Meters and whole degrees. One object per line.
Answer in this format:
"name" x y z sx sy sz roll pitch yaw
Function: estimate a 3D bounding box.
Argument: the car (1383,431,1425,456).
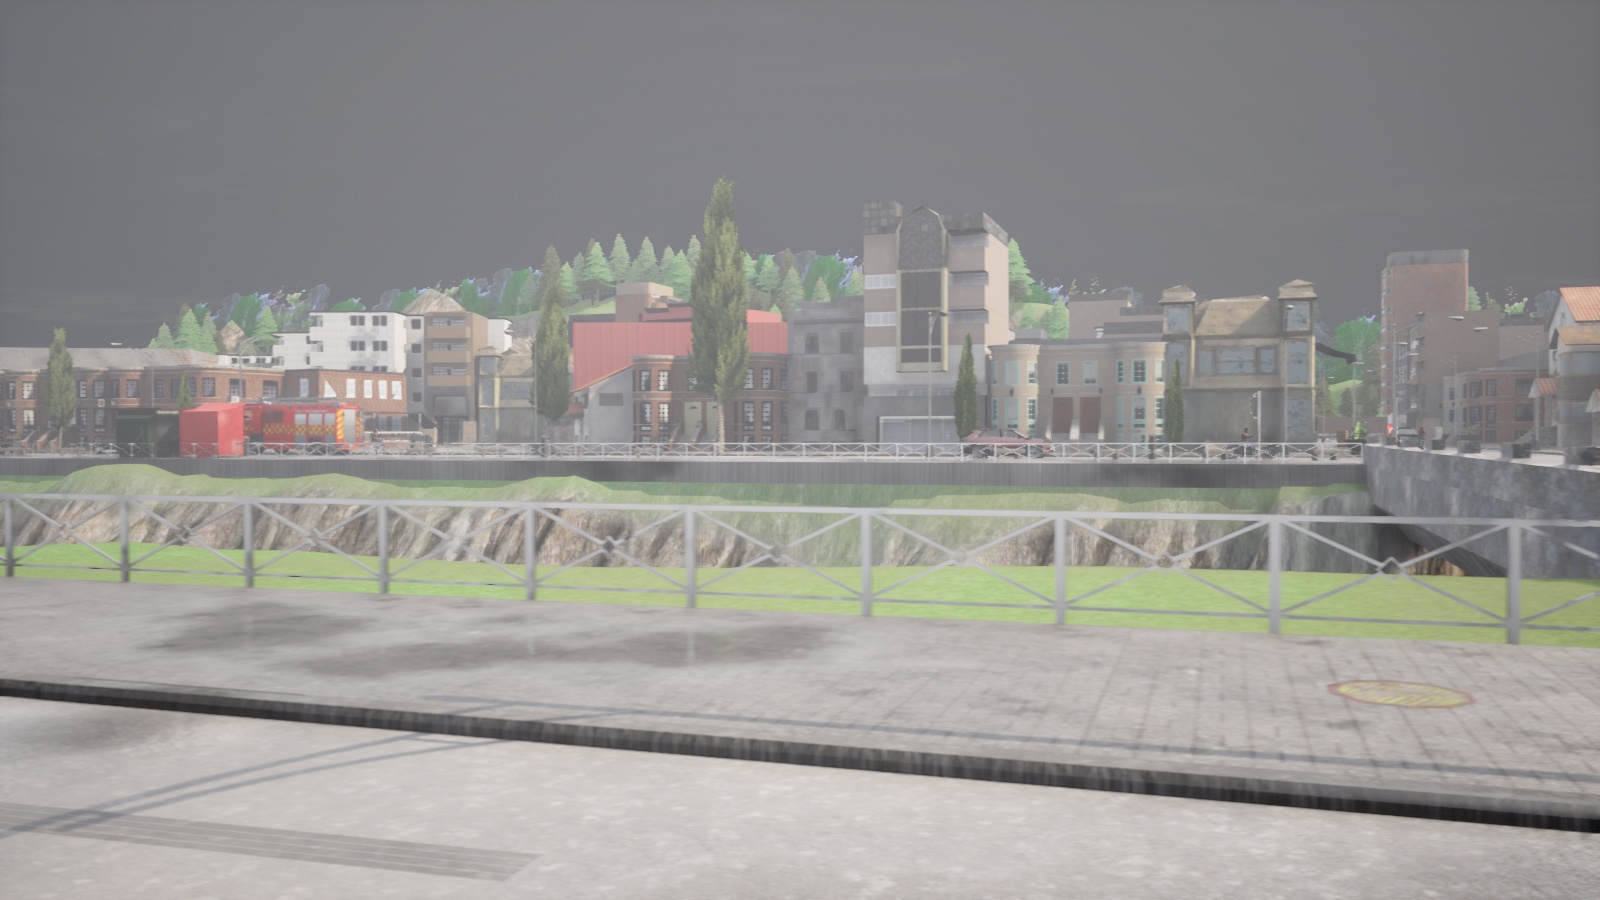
"car" 41.701 -0.479 86.774 2.033 1.649 4.856 1 1 19

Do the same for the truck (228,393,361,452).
"truck" -33.987 -1.821 84.448 8.468 3.827 2.891 1 1 19

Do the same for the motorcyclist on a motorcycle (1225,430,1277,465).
"motorcyclist on a motorcycle" 22.032 -0.126 61.424 2.350 1.649 0.766 1 1 19

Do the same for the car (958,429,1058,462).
"car" 10.798 -0.249 65.201 4.856 1.649 2.033 1 1 19
